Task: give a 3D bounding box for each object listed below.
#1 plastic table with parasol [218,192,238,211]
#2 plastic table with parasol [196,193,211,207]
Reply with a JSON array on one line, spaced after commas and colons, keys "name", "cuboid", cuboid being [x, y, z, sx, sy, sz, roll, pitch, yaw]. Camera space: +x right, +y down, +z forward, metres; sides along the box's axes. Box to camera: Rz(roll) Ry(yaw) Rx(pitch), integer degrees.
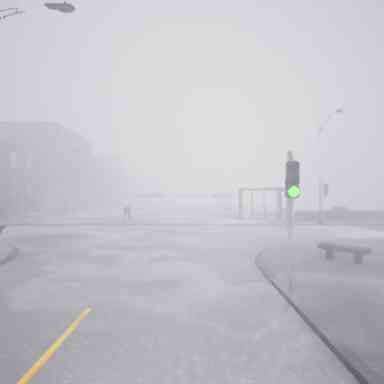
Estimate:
[{"name": "plastic table with parasol", "cuboid": [4.924, 1.309, 46.228, 2.482, 2.480, 2.482, 0, 0, 0]}, {"name": "plastic table with parasol", "cuboid": [2.044, 1.425, 60.213, 2.482, 2.480, 2.482, 0, 0, 0]}]
